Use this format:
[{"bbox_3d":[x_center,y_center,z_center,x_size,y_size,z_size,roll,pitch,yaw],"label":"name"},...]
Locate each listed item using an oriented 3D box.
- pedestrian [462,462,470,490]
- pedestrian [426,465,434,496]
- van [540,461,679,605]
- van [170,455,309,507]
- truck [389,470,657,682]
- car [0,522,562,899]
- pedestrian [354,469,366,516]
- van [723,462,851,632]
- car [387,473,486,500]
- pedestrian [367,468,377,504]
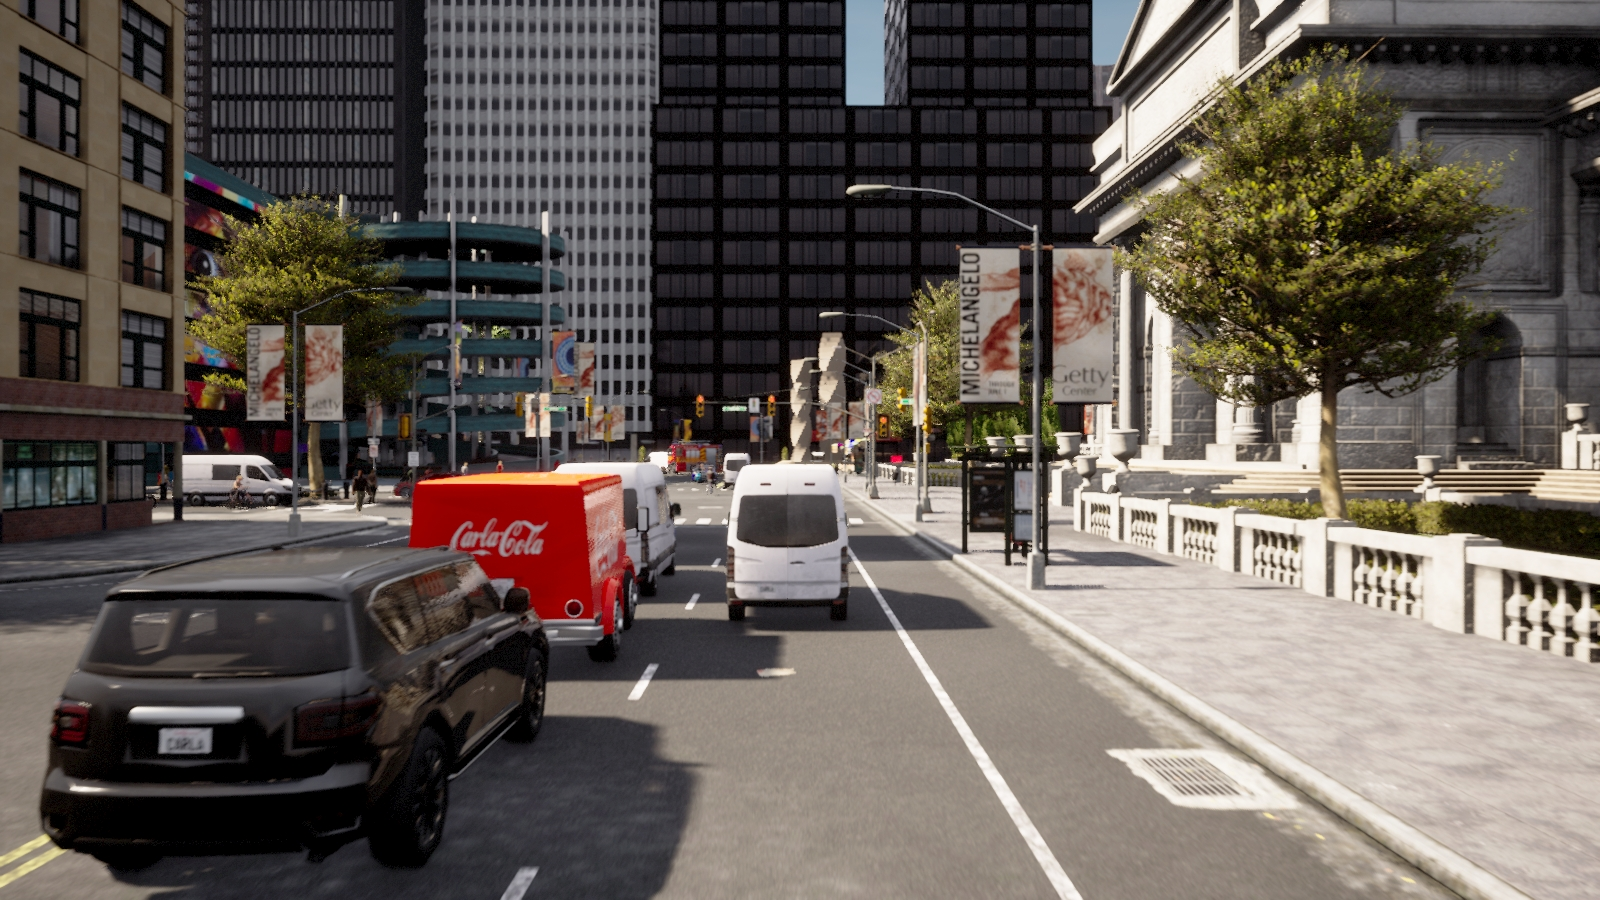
[{"bbox_3d":[-21.797,1.697,74.524,0.375,1.860,0.375,0,0,21],"label":"pedestrian"},{"bbox_3d":[-22.660,1.850,69.950,0.375,1.860,0.375,0,0,9],"label":"pedestrian"},{"bbox_3d":[-3.777,1.535,23.751,1.988,2.561,5.915,0,0,-1],"label":"van"},{"bbox_3d":[-27.953,1.536,57.106,5.915,2.561,1.988,0,0,-1],"label":"van"},{"bbox_3d":[-3.680,1.568,16.427,2.627,2.467,5.204,0,0,-1],"label":"truck"},{"bbox_3d":[-3.559,1.780,9.270,2.150,2.045,5.566,0,0,-1],"label":"car"},{"bbox_3d":[-17.521,1.697,45.477,0.375,1.860,0.375,0,0,-34],"label":"pedestrian"},{"bbox_3d":[-0.237,1.534,20.607,1.988,2.561,5.915,0,0,-1],"label":"van"},{"bbox_3d":[-20.639,2.063,65.071,4.892,1.480,2.231,0,0,4],"label":"car"},{"bbox_3d":[-22.038,1.850,58.842,0.375,1.860,0.375,0,0,-3],"label":"pedestrian"}]
